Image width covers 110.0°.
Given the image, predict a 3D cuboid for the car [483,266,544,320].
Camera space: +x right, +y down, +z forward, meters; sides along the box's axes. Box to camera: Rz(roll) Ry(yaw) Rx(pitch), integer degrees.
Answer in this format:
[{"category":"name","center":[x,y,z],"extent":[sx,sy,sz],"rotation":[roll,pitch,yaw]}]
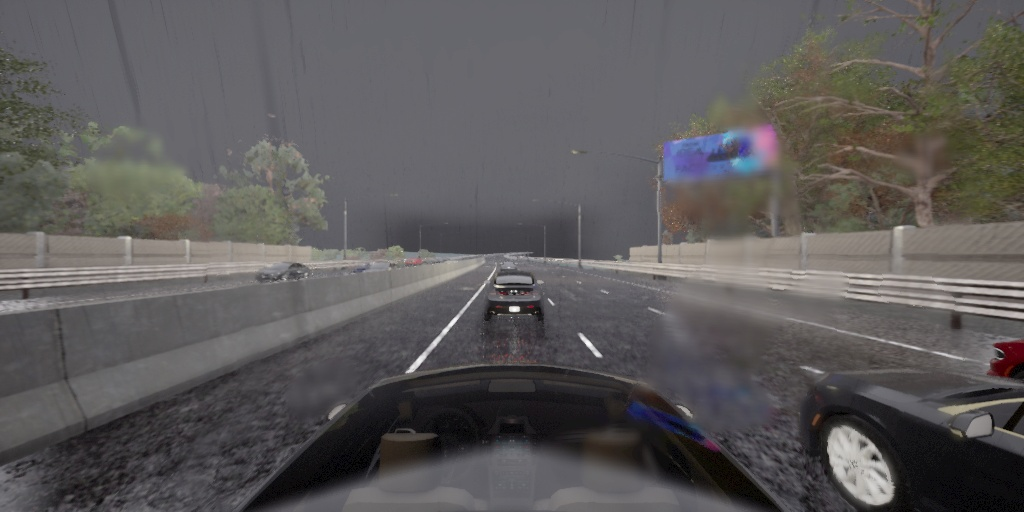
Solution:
[{"category":"car","center":[0.057,1.255,12.557],"extent":[1.837,1.490,4.892],"rotation":[0,0,0]}]

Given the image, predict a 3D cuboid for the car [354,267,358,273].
[{"category":"car","center":[-14.457,1.345,36.870],"extent":[1.895,1.301,4.718],"rotation":[0,0,-1]}]

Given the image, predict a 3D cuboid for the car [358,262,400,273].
[{"category":"car","center":[-10.838,1.252,30.148],"extent":[1.837,1.490,4.892],"rotation":[0,0,-1]}]

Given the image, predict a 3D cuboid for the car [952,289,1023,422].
[{"category":"car","center":[7.093,1.226,2.505],"extent":[1.882,1.535,5.008],"rotation":[0,0,0]}]

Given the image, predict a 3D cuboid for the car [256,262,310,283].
[{"category":"car","center":[-17.809,1.255,28.149],"extent":[1.837,1.490,4.892],"rotation":[0,0,-1]}]

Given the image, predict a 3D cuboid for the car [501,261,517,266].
[{"category":"car","center":[-0.401,1.299,43.229],"extent":[1.994,1.385,4.181],"rotation":[0,0,-1]}]

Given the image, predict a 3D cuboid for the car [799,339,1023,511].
[{"category":"car","center":[3.594,1.254,1.330],"extent":[1.837,1.490,4.892],"rotation":[0,0,0]}]
